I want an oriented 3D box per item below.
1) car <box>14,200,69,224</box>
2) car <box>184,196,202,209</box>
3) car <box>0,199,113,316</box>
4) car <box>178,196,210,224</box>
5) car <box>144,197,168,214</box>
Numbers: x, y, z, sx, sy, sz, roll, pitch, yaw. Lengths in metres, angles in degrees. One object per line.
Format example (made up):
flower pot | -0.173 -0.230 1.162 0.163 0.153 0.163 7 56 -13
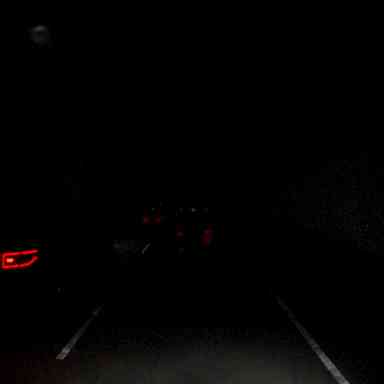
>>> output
car | -10.602 1.335 23.846 1.812 1.442 4.674 0 0 0
car | 0.096 1.220 41.065 2.033 1.411 5.357 0 0 0
car | -3.400 1.161 7.503 2.150 2.045 5.566 0 0 0
car | 0.100 1.167 23.072 2.097 1.767 4.553 0 0 -1
car | -3.402 1.239 31.591 2.128 1.511 4.902 0 0 0
